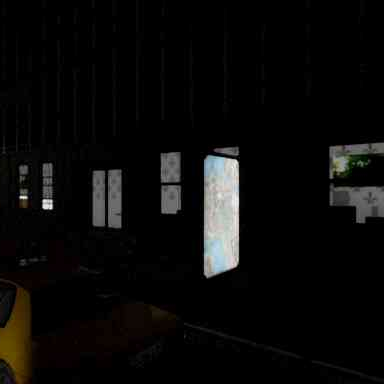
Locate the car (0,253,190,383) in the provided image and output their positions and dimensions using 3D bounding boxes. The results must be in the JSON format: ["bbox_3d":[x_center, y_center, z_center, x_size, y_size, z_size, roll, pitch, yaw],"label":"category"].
[{"bbox_3d":[-2.307,1.525,4.520,4.829,1.417,1.752,0,0,36],"label":"car"}]
